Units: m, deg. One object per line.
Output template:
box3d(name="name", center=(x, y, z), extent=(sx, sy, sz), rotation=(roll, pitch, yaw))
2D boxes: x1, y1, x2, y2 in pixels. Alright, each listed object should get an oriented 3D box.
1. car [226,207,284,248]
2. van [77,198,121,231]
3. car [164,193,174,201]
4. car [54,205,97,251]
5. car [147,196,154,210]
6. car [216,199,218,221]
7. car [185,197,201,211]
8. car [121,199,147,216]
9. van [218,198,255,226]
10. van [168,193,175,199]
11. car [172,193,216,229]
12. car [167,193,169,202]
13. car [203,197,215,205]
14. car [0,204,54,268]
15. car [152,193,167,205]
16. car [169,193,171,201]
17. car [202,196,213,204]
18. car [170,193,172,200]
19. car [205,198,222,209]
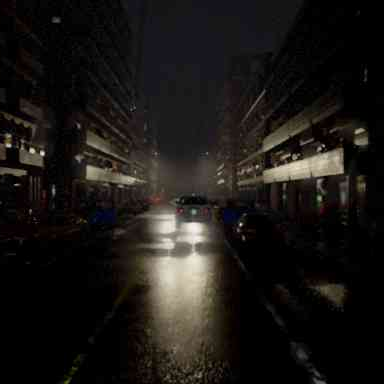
box3d(name="car", center=(2.694, 1.527, 14.075), extent=(1.802, 1.307, 4.206), rotation=(0, 0, 0))
box3d(name="van", center=(-5.685, 1.267, 19.763), extent=(1.690, 1.788, 3.998), rotation=(0, 0, 0))
box3d(name="car", center=(-5.691, 1.118, 82.356), extent=(2.192, 1.841, 5.009), rotation=(0, 0, 0))
box3d(name="car", center=(-5.686, 1.471, 13.907), extent=(1.752, 1.417, 4.829), rotation=(0, 0, 0))
box3d(name="car", center=(-5.688, 1.460, 36.837), extent=(1.802, 1.307, 4.206), rotation=(0, 0, 0))
box3d(name="car", center=(2.693, 1.453, 25.454), extent=(1.887, 1.381, 4.507), rotation=(0, 0, 0))
box3d(name="car", center=(0.100, 1.375, 40.909), extent=(1.837, 1.490, 4.892), rotation=(0, 1, 0))
box3d(name="car", center=(-5.687, 1.418, 30.975), extent=(1.752, 1.417, 4.829), rotation=(0, 0, 0))
box3d(name="van", center=(2.695, 1.267, 19.762), extent=(1.690, 1.788, 3.998), rotation=(0, 0, 0))
box3d(name="van", center=(-5.691, 1.138, 93.738), extent=(1.690, 1.788, 3.998), rotation=(0, 0, 0))
box3d(name="car", center=(0.100, 1.145, 21.203), extent=(2.150, 2.045, 5.566), rotation=(0, 0, 0))
box3d(name="car", center=(-5.689, 1.353, 59.427), extent=(1.752, 1.417, 4.829), rotation=(0, 0, 0))
box3d(name="car", center=(2.692, 1.420, 53.905), extent=(1.802, 1.307, 4.206), rotation=(0, 0, 0))
box3d(name="car", center=(-5.684, 1.281, 8.385), extent=(2.192, 1.841, 5.009), rotation=(0, 0, 0))
box3d(name="car", center=(-5.688, 1.154, 53.905), extent=(2.192, 1.841, 5.009), rotation=(0, 0, 0))
box3d(name="car", center=(-5.689, 1.384, 65.287), extent=(1.947, 1.339, 4.313), rotation=(0, 0, 0))
box3d(name="car", center=(2.691, 1.409, 59.595), extent=(1.802, 1.307, 4.206), rotation=(0, 0, 0))
box3d(name="car", center=(-5.690, 1.393, 70.976), extent=(1.802, 1.307, 4.206), rotation=(0, 0, 0))
box3d(name="car", center=(2.692, 1.446, 42.524), extent=(1.802, 1.307, 4.206), rotation=(0, 0, 0))
